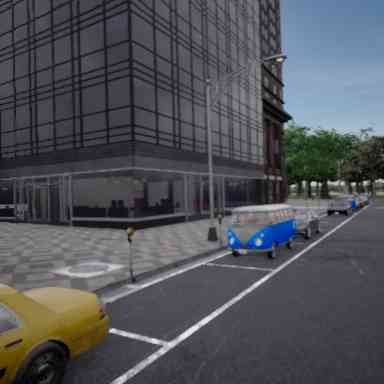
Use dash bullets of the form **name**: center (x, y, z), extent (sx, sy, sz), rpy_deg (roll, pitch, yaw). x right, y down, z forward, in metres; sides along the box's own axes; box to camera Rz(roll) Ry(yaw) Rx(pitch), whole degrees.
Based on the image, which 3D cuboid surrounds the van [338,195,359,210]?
- **van**: center (16.669, 1.229, 35.925), extent (1.690, 1.788, 3.998), rpy_deg (-2, -1, 31)

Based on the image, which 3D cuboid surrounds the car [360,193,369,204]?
- **car**: center (24.965, 1.320, 49.774), extent (1.752, 1.417, 4.829), rpy_deg (-2, -1, 31)

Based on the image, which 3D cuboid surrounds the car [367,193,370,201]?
- **car**: center (27.842, 1.203, 54.587), extent (1.967, 1.590, 4.097), rpy_deg (-2, -1, 31)

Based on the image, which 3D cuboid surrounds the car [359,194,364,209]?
- **car**: center (19.380, 1.382, 40.443), extent (1.752, 1.417, 4.829), rpy_deg (-2, -1, 31)

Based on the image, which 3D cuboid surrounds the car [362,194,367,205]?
- **car**: center (22.261, 1.391, 45.254), extent (1.947, 1.339, 4.313), rpy_deg (-2, -1, 31)

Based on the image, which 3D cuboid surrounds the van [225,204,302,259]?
- **van**: center (2.708, 1.394, 12.596), extent (1.690, 1.788, 3.998), rpy_deg (-2, -1, 31)

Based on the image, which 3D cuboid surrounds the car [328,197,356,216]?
- **car**: center (13.884, 1.486, 31.257), extent (1.947, 1.339, 4.313), rpy_deg (-2, -1, 31)

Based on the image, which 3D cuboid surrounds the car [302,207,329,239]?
- **car**: center (5.507, 1.570, 17.260), extent (2.008, 1.369, 4.403), rpy_deg (-2, -1, 31)

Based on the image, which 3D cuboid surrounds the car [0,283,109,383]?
- **car**: center (-2.958, 1.647, 3.117), extent (1.752, 1.417, 4.829), rpy_deg (-2, -1, 31)

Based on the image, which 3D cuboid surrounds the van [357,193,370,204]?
- **van**: center (30.631, 1.074, 59.254), extent (1.690, 1.788, 3.998), rpy_deg (-2, -1, 31)
